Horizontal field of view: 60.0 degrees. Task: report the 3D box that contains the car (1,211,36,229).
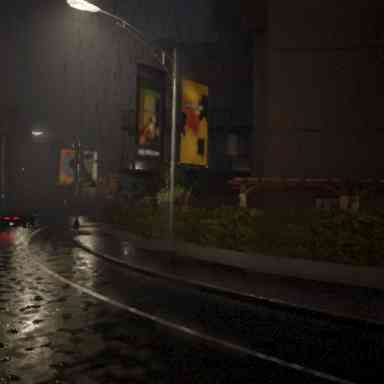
[{"bbox_3d":[-14.987,2.386,28.964,1.837,1.490,4.892,0,-2,-13],"label":"car"}]
